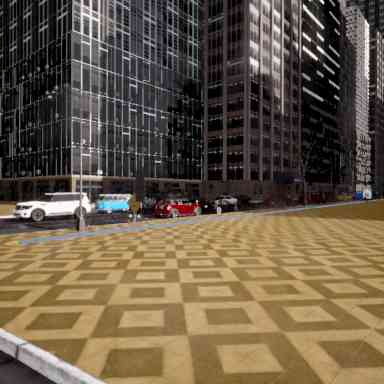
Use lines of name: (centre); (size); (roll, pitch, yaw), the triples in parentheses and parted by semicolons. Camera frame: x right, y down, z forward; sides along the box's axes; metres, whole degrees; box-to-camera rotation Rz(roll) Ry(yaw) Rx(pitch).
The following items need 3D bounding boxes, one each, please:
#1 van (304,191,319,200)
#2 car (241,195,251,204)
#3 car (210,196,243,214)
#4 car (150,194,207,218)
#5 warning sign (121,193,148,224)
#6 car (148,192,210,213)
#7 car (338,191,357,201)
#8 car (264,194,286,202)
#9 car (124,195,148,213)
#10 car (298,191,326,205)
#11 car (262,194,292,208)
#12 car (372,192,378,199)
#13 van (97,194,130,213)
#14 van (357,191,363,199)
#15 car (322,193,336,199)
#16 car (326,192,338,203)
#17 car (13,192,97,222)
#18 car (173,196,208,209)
van: (25.737, 0.694, 71.507); (1.690, 1.788, 3.998); (1, 1, 40)
car: (7.268, 1.148, 49.876); (1.947, 1.339, 4.313); (1, 1, 40)
car: (2.602, 1.320, 31.398); (1.947, 1.339, 4.313); (1, 1, 40)
car: (-1.047, 1.240, 27.033); (1.967, 1.590, 4.097); (1, 1, 40)
warning sign: (-3.545, 0.977, 20.655); (1.300, 1.860, 1.060); (0, 0, 40)
car: (-1.093, 0.983, 31.165); (2.150, 2.045, 5.566); (0, 0, 40)
car: (28.515, 0.957, 61.856); (1.752, 1.417, 4.829); (1, 1, 40)
car: (14.656, 1.056, 58.530); (1.947, 1.339, 4.313); (1, 1, 40)
car: (-3.686, 1.301, 33.064); (2.033, 1.411, 5.357); (0, 1, 40)
car: (17.325, 0.885, 48.744); (2.192, 1.841, 5.009); (1, 1, 40)
car: (9.938, 1.244, 40.094); (1.802, 1.307, 4.206); (1, 1, 40)
car: (39.484, 0.847, 74.709); (2.008, 1.369, 4.403); (1, 1, 40)
van: (-7.594, 1.107, 32.645); (1.690, 1.788, 3.998); (1, 1, 40)
van: (35.792, 0.683, 70.379); (1.690, 1.788, 3.998); (1, 1, 40)
car: (33.123, 0.829, 80.165); (1.947, 1.339, 4.313); (1, 1, 40)
car: (21.019, 0.839, 53.070); (2.192, 1.841, 5.009); (1, 1, 40)
car: (-10.399, 1.059, 25.193); (2.150, 2.045, 5.566); (0, 1, 40)
car: (-0.123, 1.219, 41.229); (1.887, 1.381, 4.507); (1, 1, 40)
